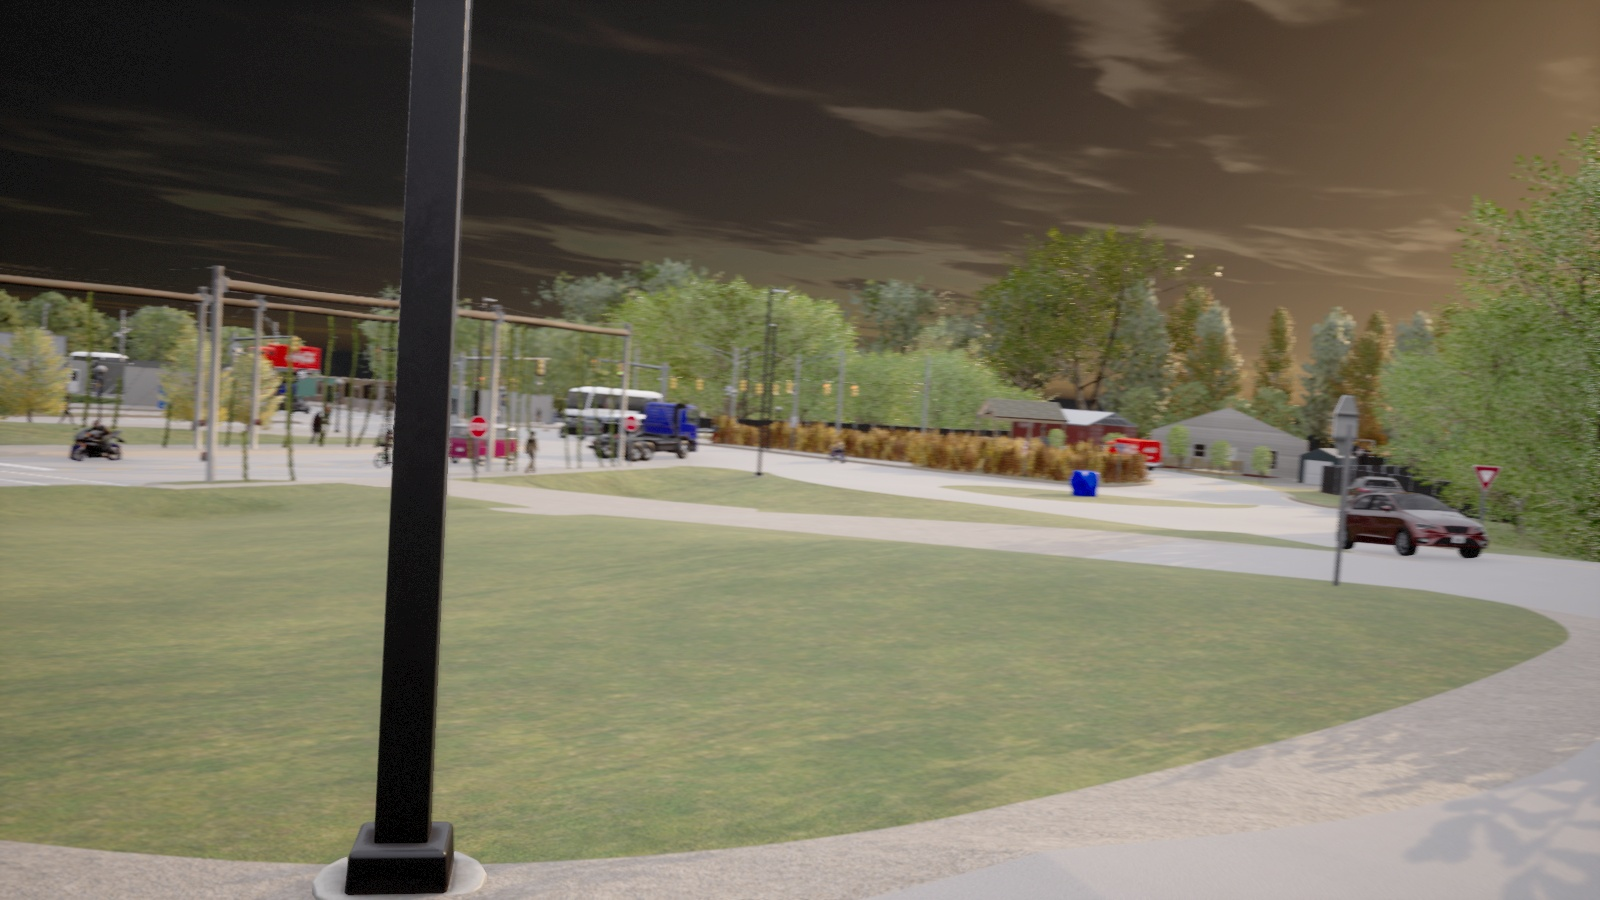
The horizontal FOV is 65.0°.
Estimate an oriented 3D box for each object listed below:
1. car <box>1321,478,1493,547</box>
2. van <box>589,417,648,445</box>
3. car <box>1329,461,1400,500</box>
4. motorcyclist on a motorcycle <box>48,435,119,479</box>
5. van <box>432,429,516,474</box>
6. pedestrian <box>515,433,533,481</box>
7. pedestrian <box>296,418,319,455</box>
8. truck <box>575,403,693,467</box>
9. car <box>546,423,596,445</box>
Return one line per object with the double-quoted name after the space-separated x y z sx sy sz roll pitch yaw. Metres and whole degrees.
14.286 1.441 29.839 1.816 1.474 4.193 1 -2 -4 "car"
-13.851 -1.456 95.619 4.480 2.038 2.069 3 3 44 "van"
27.106 1.489 60.464 2.242 1.667 4.611 2 -1 13 "car"
-26.010 0.238 45.637 0.866 1.530 2.191 4 2 18 "motorcyclist on a motorcycle"
-15.810 0.033 61.141 1.775 1.987 4.442 4 2 18 "van"
-11.459 0.291 52.119 0.396 1.930 0.692 4 3 19 "pedestrian"
-25.510 -0.712 65.057 0.634 1.844 0.899 4 3 18 "pedestrian"
-9.854 -1.016 75.627 2.891 3.462 7.936 4 4 27 "truck"
-17.054 -1.200 93.589 3.705 1.549 1.789 3 3 43 "car"
